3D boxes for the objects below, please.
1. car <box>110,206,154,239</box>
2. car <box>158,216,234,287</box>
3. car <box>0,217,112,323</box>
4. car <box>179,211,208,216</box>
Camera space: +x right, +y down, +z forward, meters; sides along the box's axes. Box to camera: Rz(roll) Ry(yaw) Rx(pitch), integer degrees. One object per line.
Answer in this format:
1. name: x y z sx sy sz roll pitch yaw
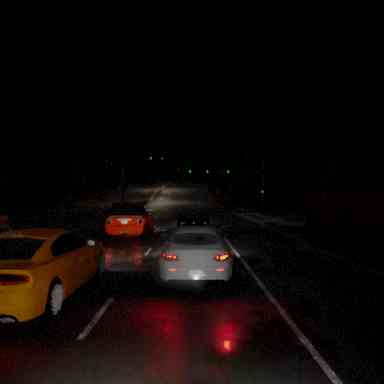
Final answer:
1. car: -3.411 1.563 18.922 2.097 1.767 4.553 0 -1 0
2. car: 0.092 1.633 9.558 1.812 1.442 4.674 0 -1 0
3. car: -3.406 1.562 7.487 1.882 1.535 5.008 0 -1 0
4. car: 0.087 1.831 20.663 1.895 1.301 4.718 0 -1 0
